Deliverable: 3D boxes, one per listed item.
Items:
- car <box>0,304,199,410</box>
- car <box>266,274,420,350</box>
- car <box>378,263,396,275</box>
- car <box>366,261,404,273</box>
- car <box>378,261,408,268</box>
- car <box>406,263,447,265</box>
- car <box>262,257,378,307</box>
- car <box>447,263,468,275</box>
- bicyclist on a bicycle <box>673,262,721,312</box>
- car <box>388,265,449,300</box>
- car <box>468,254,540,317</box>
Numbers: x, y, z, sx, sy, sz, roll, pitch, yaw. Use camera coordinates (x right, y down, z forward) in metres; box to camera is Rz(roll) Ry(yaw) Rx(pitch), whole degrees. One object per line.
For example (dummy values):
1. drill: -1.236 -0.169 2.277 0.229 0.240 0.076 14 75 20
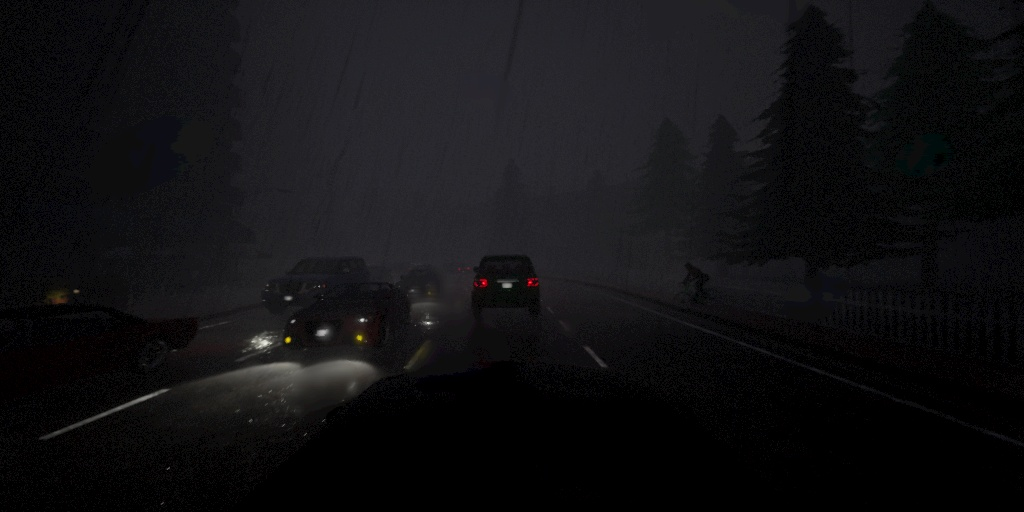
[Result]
1. car: -7.162 1.428 4.934 1.895 1.301 4.718 -1 0 -2
2. car: -3.873 1.355 9.173 1.994 1.385 4.181 -1 0 -3
3. car: -9.213 1.411 24.420 1.994 1.385 4.181 -1 0 -21
4. car: -16.955 1.404 47.777 5.008 1.535 1.882 0 0 27
5. car: -12.671 1.429 41.135 5.357 1.411 2.033 -1 0 38
6. car: -6.592 1.382 27.301 1.994 1.385 4.181 -1 0 -23
7. car: -7.584 1.052 14.681 2.150 2.045 5.566 -1 0 -3
8. car: -6.767 1.418 40.322 1.895 1.301 4.718 -1 0 -43
9. bicyclist on a bicycle: 6.126 1.017 11.979 1.656 1.620 0.582 -7 0 -2
10. car: -4.427 1.360 17.559 1.994 1.385 4.181 -1 0 -6
11. car: -0.264 0.973 13.350 2.150 2.045 5.566 -1 0 -3
